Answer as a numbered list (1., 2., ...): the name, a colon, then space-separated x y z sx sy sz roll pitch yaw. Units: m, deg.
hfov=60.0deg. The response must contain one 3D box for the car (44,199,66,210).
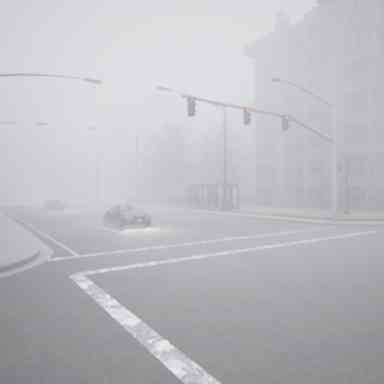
1. car: -17.099 1.530 41.363 1.895 1.301 4.718 -1 0 -32

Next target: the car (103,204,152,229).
1. car: -4.192 1.485 21.348 1.994 1.385 4.181 -1 0 -33
